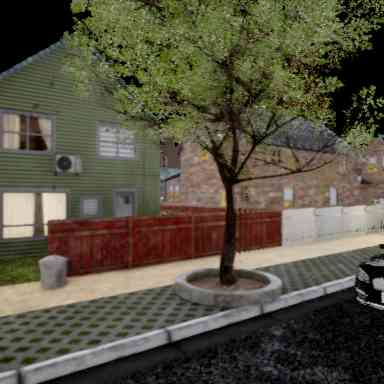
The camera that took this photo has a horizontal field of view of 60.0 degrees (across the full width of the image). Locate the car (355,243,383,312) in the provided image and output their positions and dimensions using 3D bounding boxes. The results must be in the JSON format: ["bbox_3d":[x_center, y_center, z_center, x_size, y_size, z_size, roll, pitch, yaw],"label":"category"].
[{"bbox_3d":[5.248,1.488,6.788,4.902,1.511,2.128,0,0,-35],"label":"car"}]
